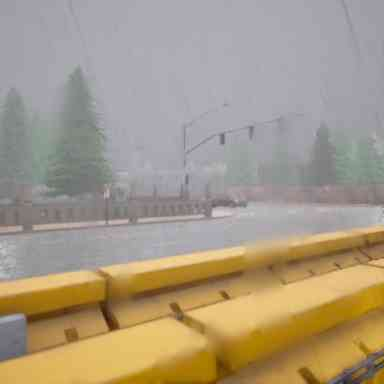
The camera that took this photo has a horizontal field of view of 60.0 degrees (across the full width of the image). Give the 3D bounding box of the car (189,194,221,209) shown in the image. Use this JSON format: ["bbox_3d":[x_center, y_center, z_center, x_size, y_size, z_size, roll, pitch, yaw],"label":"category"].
[{"bbox_3d":[0.882,1.275,39.012,1.895,1.301,4.718,-1,1,-36],"label":"car"}]

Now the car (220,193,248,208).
[{"bbox_3d":[4.586,0.978,39.854,2.097,1.767,4.553,-1,1,-35],"label":"car"}]
